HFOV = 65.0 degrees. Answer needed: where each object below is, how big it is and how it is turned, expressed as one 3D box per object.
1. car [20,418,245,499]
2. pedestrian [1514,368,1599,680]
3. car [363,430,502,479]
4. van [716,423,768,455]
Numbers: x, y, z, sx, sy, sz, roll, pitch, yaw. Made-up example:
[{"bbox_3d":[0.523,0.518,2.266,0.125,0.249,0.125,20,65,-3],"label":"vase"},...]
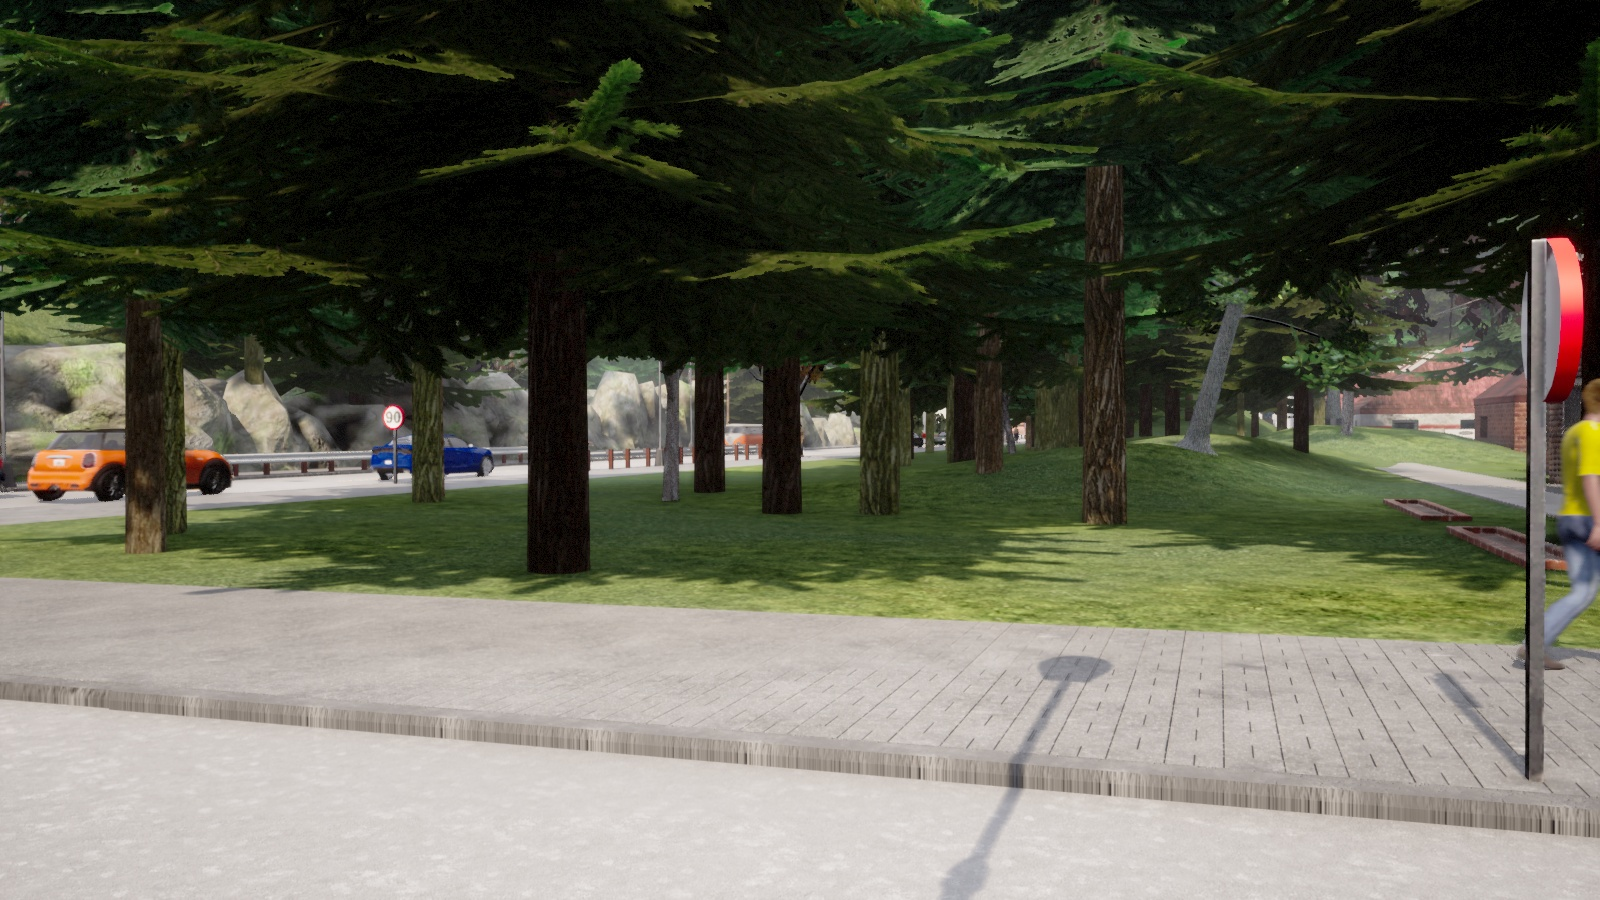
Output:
[{"bbox_3d":[-15.782,0.148,30.005,2.097,1.767,4.553,1,1,18],"label":"car"},{"bbox_3d":[4.752,0.433,7.544,0.706,1.836,0.354,0,1,11],"label":"pedestrian"},{"bbox_3d":[-12.009,0.098,41.432,1.882,1.535,5.008,1,1,18],"label":"car"},{"bbox_3d":[-3.648,-0.701,79.285,1.775,1.987,4.442,1,1,19],"label":"van"}]
